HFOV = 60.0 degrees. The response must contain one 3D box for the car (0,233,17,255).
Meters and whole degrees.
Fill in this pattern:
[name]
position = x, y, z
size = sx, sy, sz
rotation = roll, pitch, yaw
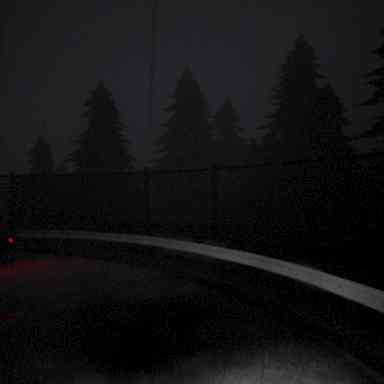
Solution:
[car]
position = -8.437, 1.676, 11.188
size = 4.718, 1.301, 1.895
rotation = -1, 0, 18
